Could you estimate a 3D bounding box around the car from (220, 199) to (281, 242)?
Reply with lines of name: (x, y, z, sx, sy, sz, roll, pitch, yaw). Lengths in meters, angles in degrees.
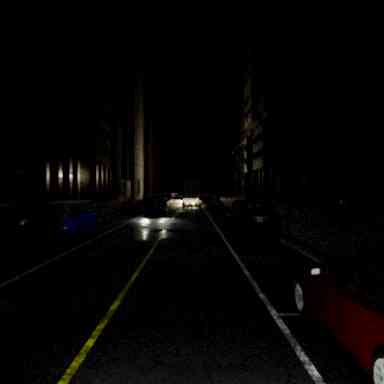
car: (2.754, 1.244, 15.834, 2.192, 1.841, 5.009, 0, 0, 0)

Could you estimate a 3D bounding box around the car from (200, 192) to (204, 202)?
car: (2.739, 1.215, 55.289, 1.967, 1.590, 4.097, 0, 0, 0)

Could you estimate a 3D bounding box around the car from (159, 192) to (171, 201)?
car: (-5.793, 1.027, 72.183, 2.192, 1.841, 5.009, 0, 0, 0)

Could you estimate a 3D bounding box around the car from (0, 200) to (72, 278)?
car: (-5.769, 1.269, 10.180, 2.192, 1.841, 5.009, 0, 0, 0)

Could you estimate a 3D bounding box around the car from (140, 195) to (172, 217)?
car: (-3.109, 1.350, 29.479, 1.882, 1.535, 5.008, 0, 0, 0)

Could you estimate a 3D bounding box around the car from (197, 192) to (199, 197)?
car: (2.730, 1.131, 77.834, 1.967, 1.590, 4.097, 0, 0, 0)

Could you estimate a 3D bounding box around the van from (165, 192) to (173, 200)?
van: (-5.797, 1.011, 83.457, 1.690, 1.788, 3.998, 0, 0, 0)

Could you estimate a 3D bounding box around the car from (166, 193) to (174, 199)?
car: (-5.799, 1.090, 89.094, 1.967, 1.590, 4.097, 0, 0, 0)

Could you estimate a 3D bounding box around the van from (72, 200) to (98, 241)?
van: (-5.771, 1.270, 15.816, 1.690, 1.788, 3.998, 0, 0, 0)

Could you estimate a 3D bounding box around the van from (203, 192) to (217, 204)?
van: (2.743, 1.158, 44.016, 1.690, 1.788, 3.998, 0, 0, 0)

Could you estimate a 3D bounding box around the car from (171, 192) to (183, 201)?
car: (-3.027, 1.254, 71.843, 1.994, 1.385, 4.181, 0, 0, 0)

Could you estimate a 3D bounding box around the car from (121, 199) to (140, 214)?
car: (-5.777, 1.405, 32.728, 1.887, 1.381, 4.507, 0, 0, 0)

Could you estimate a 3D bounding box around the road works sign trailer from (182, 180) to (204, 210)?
road works sign trailer: (-0.015, 0.295, 40.327, 2.380, 3.560, 2.880, 0, 0, 0)

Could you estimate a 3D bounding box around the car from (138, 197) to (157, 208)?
car: (-5.781, 1.383, 44.001, 1.947, 1.339, 4.313, 0, 0, 0)

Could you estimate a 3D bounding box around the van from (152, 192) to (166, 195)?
van: (-5.786, 1.116, 55.274, 1.690, 1.788, 3.998, 0, 0, 0)

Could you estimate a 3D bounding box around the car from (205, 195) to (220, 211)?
car: (2.746, 1.362, 38.551, 1.752, 1.417, 4.829, 0, 0, 0)

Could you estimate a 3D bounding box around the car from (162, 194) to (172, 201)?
car: (-5.794, 1.236, 77.821, 1.887, 1.381, 4.507, 0, 0, 0)

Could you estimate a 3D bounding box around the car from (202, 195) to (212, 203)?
car: (2.737, 1.278, 61.096, 1.752, 1.417, 4.829, 0, 0, 0)

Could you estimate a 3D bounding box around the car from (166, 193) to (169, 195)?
car: (-5.788, 1.320, 60.911, 1.947, 1.339, 4.313, 0, 0, 0)

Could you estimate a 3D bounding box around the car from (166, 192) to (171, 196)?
car: (-5.790, 1.299, 66.548, 1.947, 1.339, 4.313, 0, 0, 0)

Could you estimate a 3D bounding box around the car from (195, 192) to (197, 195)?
car: (2.726, 0.964, 89.106, 2.192, 1.841, 5.009, 0, 0, 0)

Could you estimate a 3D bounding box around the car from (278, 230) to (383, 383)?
car: (2.759, 1.523, 4.563, 1.887, 1.381, 4.507, 0, 0, 0)
